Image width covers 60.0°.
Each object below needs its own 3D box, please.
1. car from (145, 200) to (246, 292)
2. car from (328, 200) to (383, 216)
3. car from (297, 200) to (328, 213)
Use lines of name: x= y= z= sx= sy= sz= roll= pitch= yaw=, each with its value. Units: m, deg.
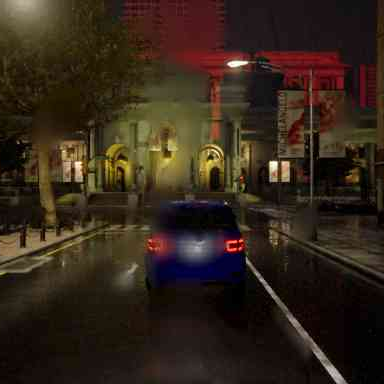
car: x=0.100 y=1.221 z=9.089 sx=2.150 sy=2.045 sz=5.566 roll=0 pitch=0 yaw=1
car: x=16.701 y=1.547 z=32.542 sx=5.357 sy=1.411 sz=2.033 roll=0 pitch=0 yaw=1
car: x=14.257 y=1.547 z=36.062 sx=5.357 sy=1.411 sz=2.033 roll=0 pitch=0 yaw=0
